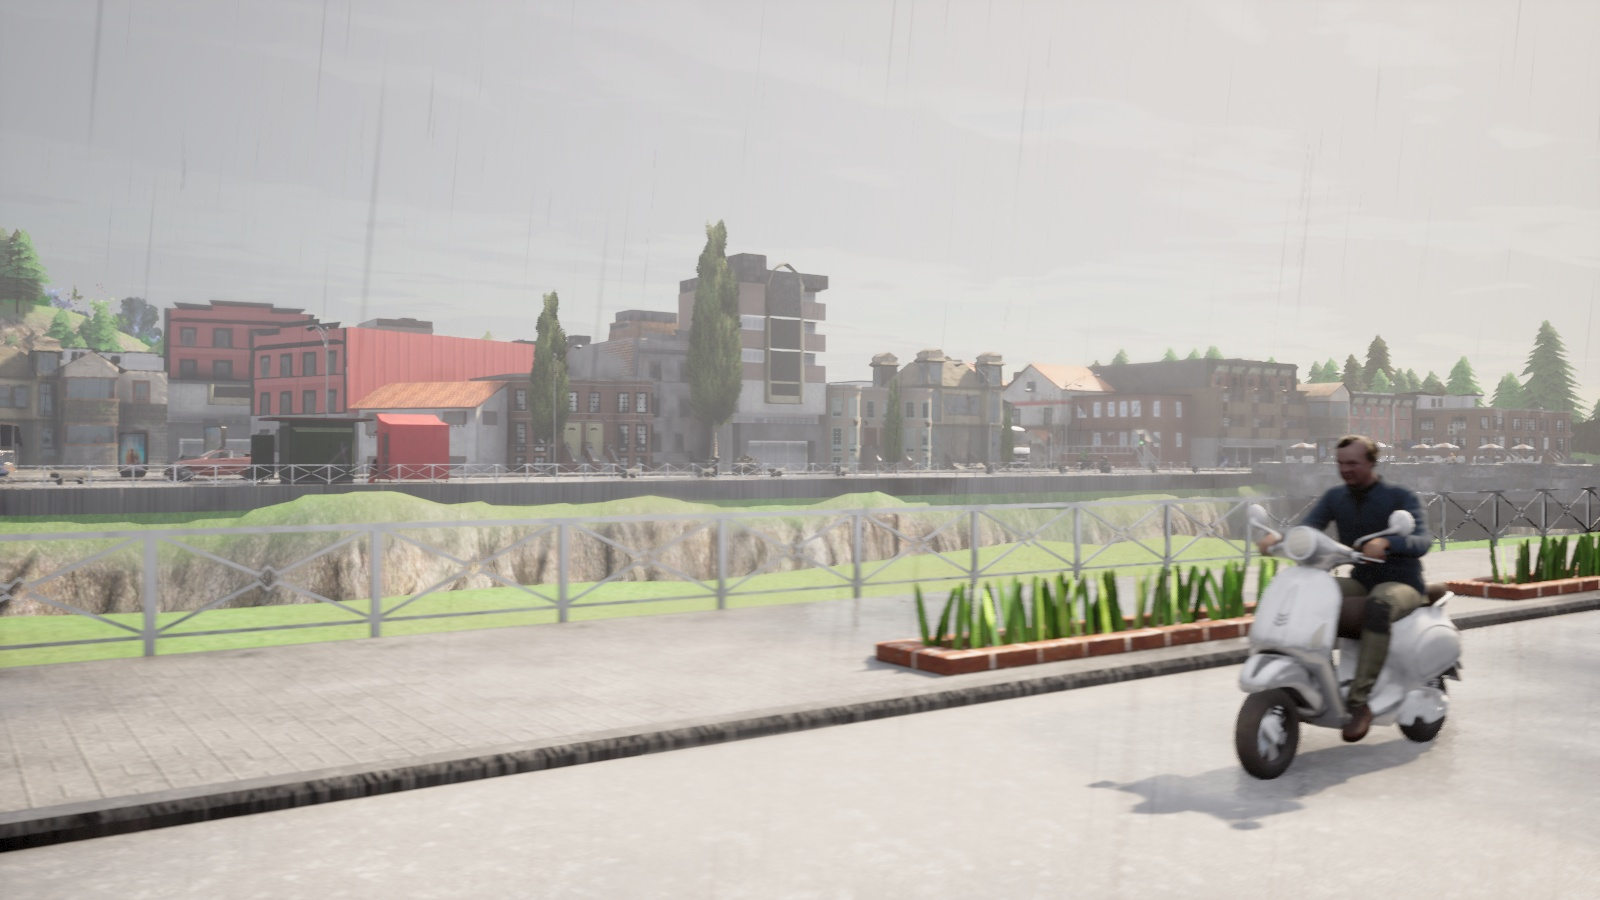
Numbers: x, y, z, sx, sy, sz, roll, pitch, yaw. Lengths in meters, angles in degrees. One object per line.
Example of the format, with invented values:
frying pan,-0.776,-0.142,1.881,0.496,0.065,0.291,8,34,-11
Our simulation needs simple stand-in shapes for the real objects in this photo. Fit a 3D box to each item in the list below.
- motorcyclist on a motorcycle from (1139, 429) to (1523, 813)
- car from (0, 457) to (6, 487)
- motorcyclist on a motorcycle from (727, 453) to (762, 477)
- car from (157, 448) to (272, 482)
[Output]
motorcyclist on a motorcycle,2.593,0.708,6.073,1.817,1.590,0.866,0,0,-35
car,-39.259,1.015,56.988,5.357,1.411,2.033,0,0,-35
motorcyclist on a motorcycle,-3.623,0.988,81.806,2.191,1.530,0.866,0,0,-35
car,-29.661,0.742,63.673,5.027,1.651,2.152,0,0,-35
